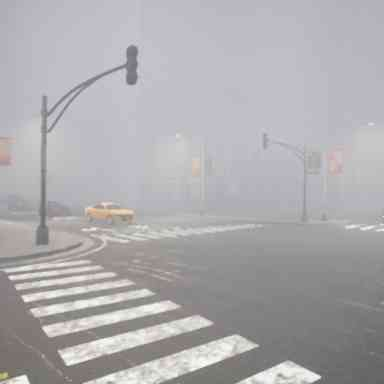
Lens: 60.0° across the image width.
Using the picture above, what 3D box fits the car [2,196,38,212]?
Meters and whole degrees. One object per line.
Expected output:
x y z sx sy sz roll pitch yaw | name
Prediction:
-20.616 1.568 39.702 1.837 1.490 4.892 1 -1 -45 | car

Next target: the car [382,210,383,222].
18.599 1.653 29.238 2.150 2.045 5.566 0 -1 45 | car

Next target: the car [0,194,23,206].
-28.038 1.295 51.997 5.566 2.045 2.150 0 -1 45 | car

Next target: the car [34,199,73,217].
-13.321 1.653 32.390 4.181 1.385 1.994 0 -1 45 | car

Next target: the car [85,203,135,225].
-6.304 1.591 25.371 1.882 1.535 5.008 1 -1 -45 | car

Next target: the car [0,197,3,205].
-35.631 1.607 59.581 1.994 1.385 4.181 1 -1 -45 | car
